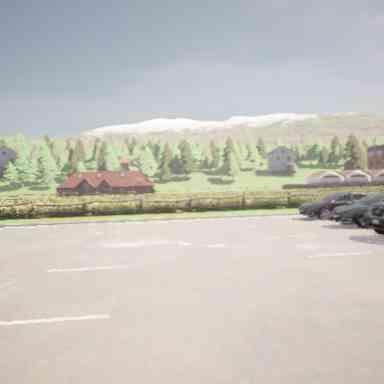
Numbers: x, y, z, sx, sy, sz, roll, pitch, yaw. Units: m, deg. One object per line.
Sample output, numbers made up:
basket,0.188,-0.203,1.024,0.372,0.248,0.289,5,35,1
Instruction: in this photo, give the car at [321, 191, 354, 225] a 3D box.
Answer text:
car,9.058,0.834,15.778,4.892,1.490,1.837,-2,1,-6

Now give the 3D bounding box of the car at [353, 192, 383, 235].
car,9.335,0.627,12.282,5.566,2.045,2.150,-2,1,-6

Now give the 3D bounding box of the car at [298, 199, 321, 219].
car,8.643,0.762,19.252,4.892,1.490,1.837,-2,1,-6
